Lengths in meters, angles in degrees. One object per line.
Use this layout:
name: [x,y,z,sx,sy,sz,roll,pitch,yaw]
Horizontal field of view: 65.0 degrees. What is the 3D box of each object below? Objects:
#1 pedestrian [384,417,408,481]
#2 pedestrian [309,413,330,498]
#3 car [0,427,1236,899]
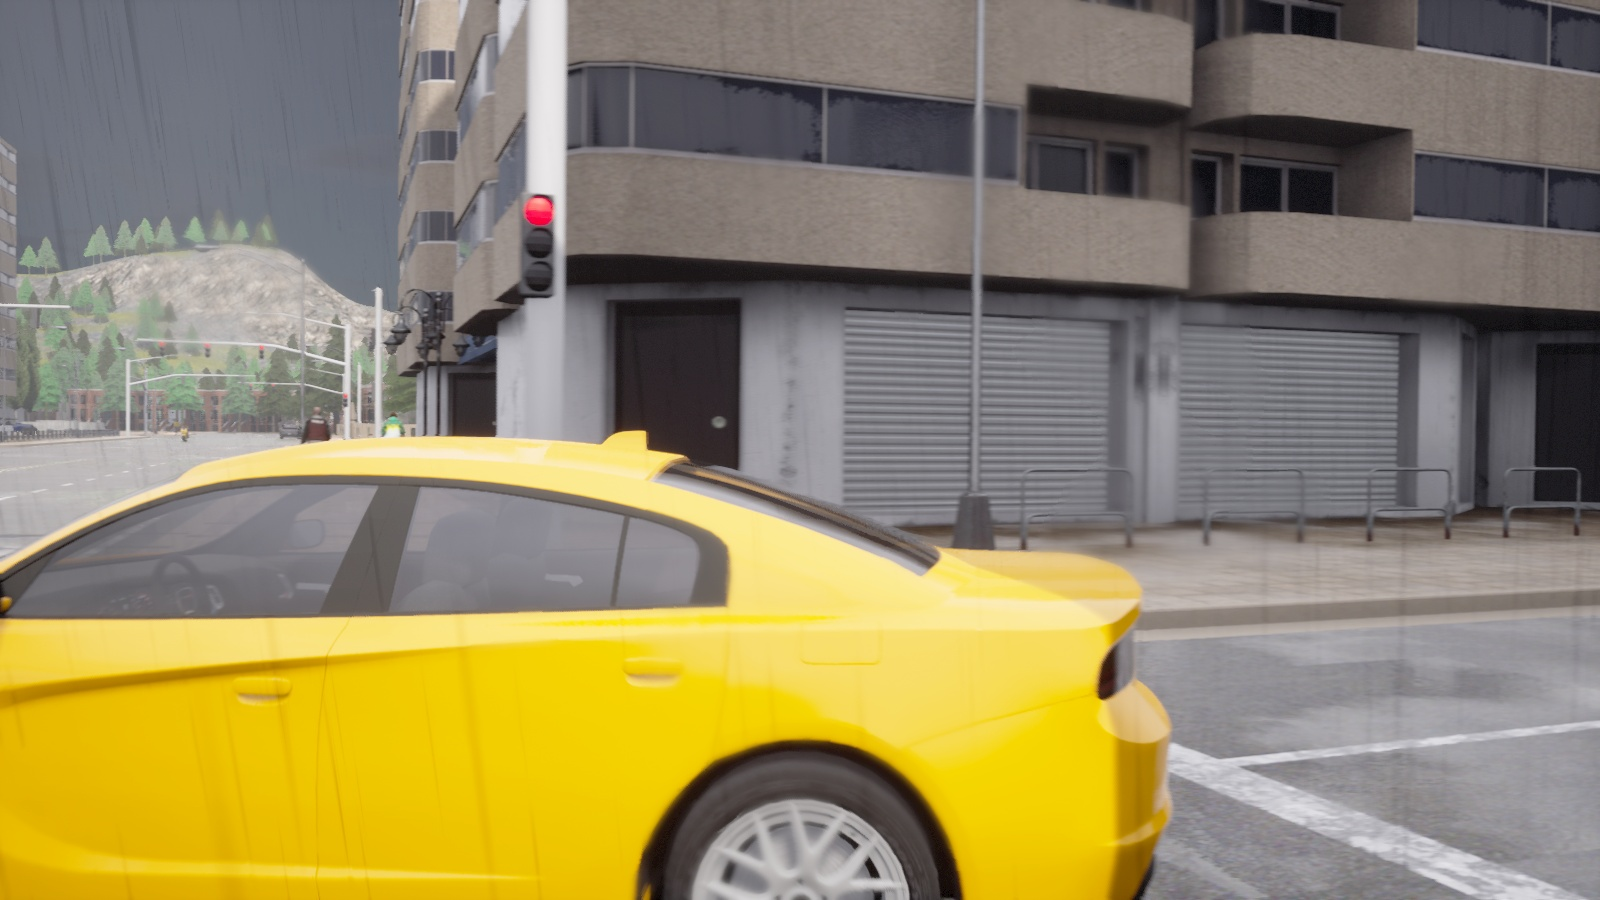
pedestrian: [-12.476,-0.041,38.818,0.659,1.952,0.873,-1,1,-18]
pedestrian: [-10.652,0.118,27.854,0.376,1.854,0.720,-1,1,-20]
car: [-1.382,0.723,4.156,5.008,1.535,1.882,-1,1,3]
